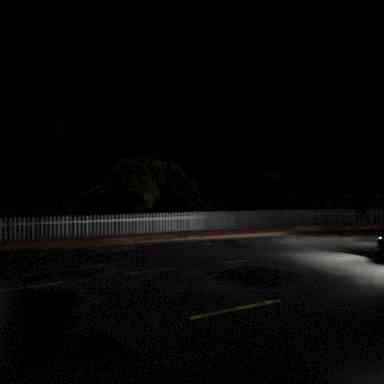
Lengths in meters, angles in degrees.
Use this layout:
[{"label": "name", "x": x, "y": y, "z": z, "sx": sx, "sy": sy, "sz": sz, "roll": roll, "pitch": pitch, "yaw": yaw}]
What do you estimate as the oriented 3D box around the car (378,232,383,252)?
[{"label": "car", "x": 8.621, "y": 1.462, "z": 11.096, "sx": 4.892, "sy": 1.490, "sz": 1.837, "roll": 0, "pitch": 0, "yaw": -15}]
